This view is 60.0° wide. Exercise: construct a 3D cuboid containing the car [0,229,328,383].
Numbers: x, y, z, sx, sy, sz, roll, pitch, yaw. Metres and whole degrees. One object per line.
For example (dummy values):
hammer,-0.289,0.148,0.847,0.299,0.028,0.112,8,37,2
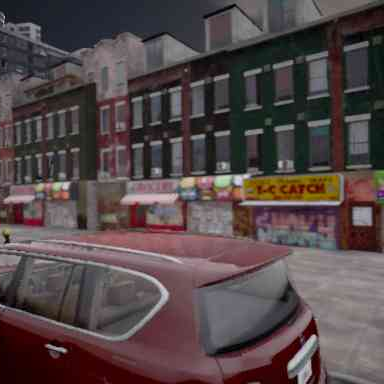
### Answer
car,-1.176,1.354,3.659,5.009,1.841,2.192,-1,-1,35
